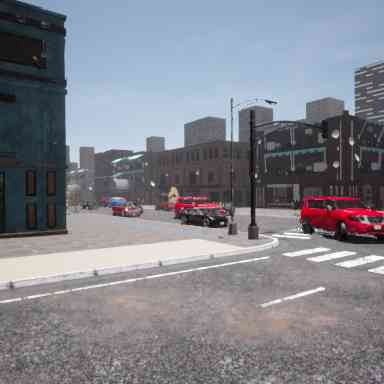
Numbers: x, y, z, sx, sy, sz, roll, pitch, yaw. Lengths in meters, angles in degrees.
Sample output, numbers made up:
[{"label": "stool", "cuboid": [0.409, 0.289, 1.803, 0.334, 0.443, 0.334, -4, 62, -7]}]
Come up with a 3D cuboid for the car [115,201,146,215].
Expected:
[{"label": "car", "cuboid": [-7.657, 1.936, 41.243, 1.837, 1.490, 4.892, -1, 0, -36]}]

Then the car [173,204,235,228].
[{"label": "car", "cuboid": [0.811, 1.815, 24.695, 1.947, 1.339, 4.313, -2, 0, -36]}]

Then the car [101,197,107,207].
[{"label": "car", "cuboid": [-16.432, 1.940, 63.449, 2.192, 1.841, 5.009, -1, 0, -36]}]

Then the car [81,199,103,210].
[{"label": "car", "cuboid": [-16.600, 2.162, 53.919, 1.837, 1.490, 4.892, -1, 0, -36]}]

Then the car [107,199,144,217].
[{"label": "car", "cuboid": [-7.159, 1.847, 36.057, 1.967, 1.590, 4.097, -1, 0, -36]}]

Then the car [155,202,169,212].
[{"label": "car", "cuboid": [-3.555, 1.966, 45.434, 1.802, 1.307, 4.206, -2, 0, -36]}]

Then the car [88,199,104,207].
[{"label": "car", "cuboid": [-19.644, 2.228, 67.954, 1.887, 1.381, 4.507, -1, 0, -36]}]

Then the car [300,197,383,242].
[{"label": "car", "cuboid": [7.565, 1.261, 16.937, 2.150, 2.045, 5.566, 1, -2, -8]}]

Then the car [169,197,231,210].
[{"label": "car", "cuboid": [0.533, 1.494, 29.763, 2.150, 2.045, 5.566, -1, -1, -36]}]

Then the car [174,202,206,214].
[{"label": "car", "cuboid": [-0.338, 1.904, 40.931, 1.802, 1.307, 4.206, -2, 0, -36]}]

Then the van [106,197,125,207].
[{"label": "van", "cuboid": [-13.214, 1.907, 58.946, 1.690, 1.788, 3.998, -1, 0, -36]}]
